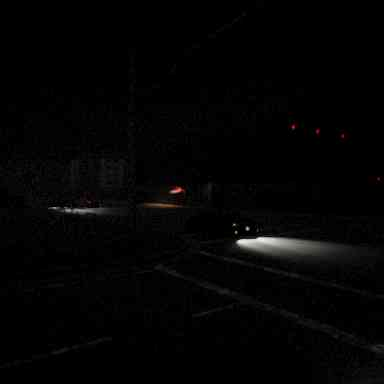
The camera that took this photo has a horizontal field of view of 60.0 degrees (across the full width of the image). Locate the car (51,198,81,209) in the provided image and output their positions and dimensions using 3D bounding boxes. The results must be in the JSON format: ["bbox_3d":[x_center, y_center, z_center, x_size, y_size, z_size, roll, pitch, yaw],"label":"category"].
[{"bbox_3d":[-17.162,1.513,45.283,2.128,1.511,4.902,0,0,-33],"label":"car"}]

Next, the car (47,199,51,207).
[{"bbox_3d":[-20.794,1.594,50.853,1.994,1.385,4.181,0,0,-34],"label":"car"}]

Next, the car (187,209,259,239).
[{"bbox_3d":[1.533,1.584,17.706,1.994,1.385,4.181,0,0,-35],"label":"car"}]

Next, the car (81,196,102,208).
[{"bbox_3d":[-14.564,1.377,47.700,2.097,1.767,4.553,0,0,-33],"label":"car"}]
